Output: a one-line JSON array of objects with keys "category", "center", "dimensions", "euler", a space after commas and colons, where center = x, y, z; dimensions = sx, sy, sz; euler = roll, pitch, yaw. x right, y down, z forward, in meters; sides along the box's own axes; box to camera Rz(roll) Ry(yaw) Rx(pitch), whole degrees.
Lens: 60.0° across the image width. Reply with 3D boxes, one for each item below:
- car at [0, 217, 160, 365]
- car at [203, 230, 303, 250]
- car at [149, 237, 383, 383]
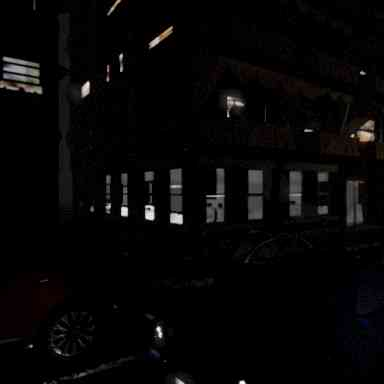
[{"category": "car", "center": [-3.175, 1.313, 4.298], "dimensions": [5.009, 1.841, 2.192], "euler": [1, -1, -36]}, {"category": "car", "center": [1.374, 1.593, 7.565], "dimensions": [4.403, 1.369, 2.008], "euler": [1, -1, -36]}, {"category": "car", "center": [2.078, 1.582, 4.864], "dimensions": [5.357, 1.411, 2.033], "euler": [1, 0, -36]}]
